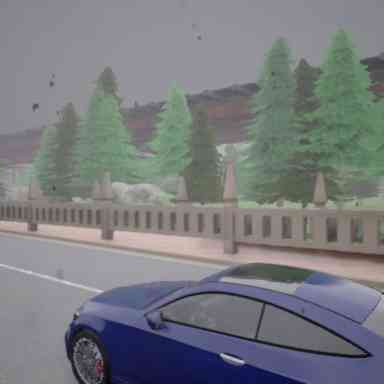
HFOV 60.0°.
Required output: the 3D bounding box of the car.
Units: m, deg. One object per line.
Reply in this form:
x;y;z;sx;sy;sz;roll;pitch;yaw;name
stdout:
0.611;1.532;3.566;4.674;1.442;1.812;0;0;36;car
